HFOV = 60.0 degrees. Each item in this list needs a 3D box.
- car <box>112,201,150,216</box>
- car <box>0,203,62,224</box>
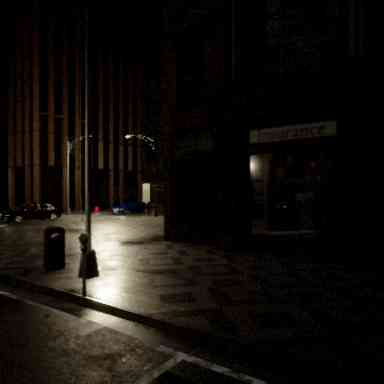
[{"bbox_3d":[-6.591,1.737,36.246,1.812,1.442,4.674,0,0,35],"label":"car"},{"bbox_3d":[-13.055,1.676,27.068,1.837,1.490,4.892,0,0,35],"label":"car"}]
